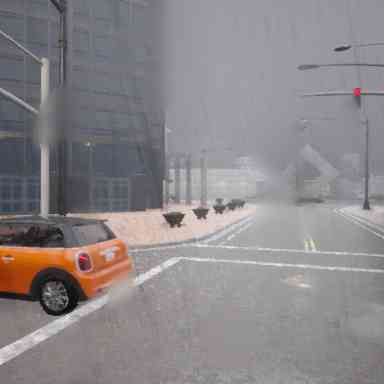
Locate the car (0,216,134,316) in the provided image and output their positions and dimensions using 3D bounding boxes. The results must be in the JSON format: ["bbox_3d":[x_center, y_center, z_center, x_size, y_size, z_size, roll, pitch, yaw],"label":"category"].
[{"bbox_3d":[-3.674,1.319,7.356,4.553,1.767,2.097,0,0,17],"label":"car"}]

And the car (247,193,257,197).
[{"bbox_3d":[17.610,1.069,93.507,4.553,1.767,2.097,0,0,-25],"label":"car"}]

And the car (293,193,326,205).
[{"bbox_3d":[19.769,1.355,56.597,4.902,1.511,2.128,0,0,20],"label":"car"}]

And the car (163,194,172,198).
[{"bbox_3d":[-7.500,1.138,94.571,4.181,1.385,1.994,0,0,13],"label":"car"}]

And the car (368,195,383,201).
[{"bbox_3d":[45.458,1.402,80.081,1.837,1.490,4.892,0,0,-27],"label":"car"}]
